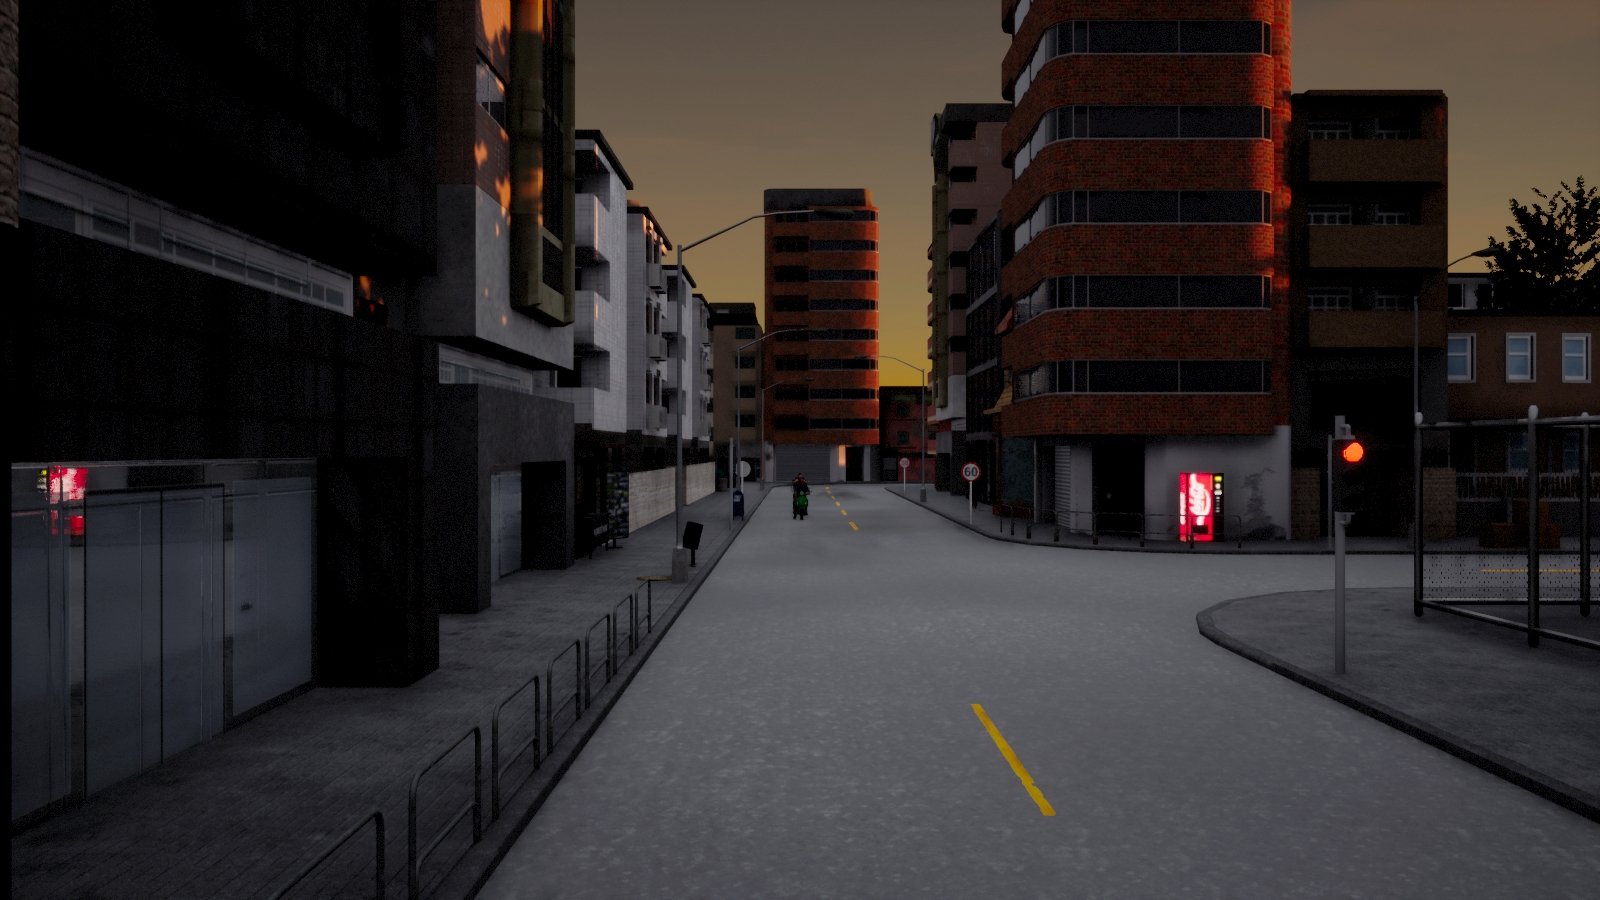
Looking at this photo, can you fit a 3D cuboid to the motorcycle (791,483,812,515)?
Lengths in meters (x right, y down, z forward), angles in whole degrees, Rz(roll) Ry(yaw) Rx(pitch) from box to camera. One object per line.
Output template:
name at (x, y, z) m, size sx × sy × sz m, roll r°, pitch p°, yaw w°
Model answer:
motorcycle at (0.063, 1.970, 46.521) m, size 0.856 × 1.236 × 1.805 m, roll 0°, pitch 0°, yaw 0°

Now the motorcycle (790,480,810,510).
motorcycle at (0.019, 1.970, 50.389) m, size 0.856 × 1.236 × 1.805 m, roll 0°, pitch 0°, yaw 0°

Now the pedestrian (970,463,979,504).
pedestrian at (8.054, 1.533, 52.712) m, size 0.375 × 1.860 × 0.375 m, roll 0°, pitch 0°, yaw 6°
